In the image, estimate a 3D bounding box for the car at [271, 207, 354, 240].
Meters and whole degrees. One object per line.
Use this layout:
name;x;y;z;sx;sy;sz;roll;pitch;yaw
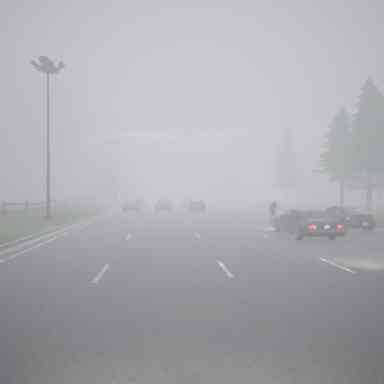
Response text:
car;5.663;1.547;16.894;2.033;1.411;5.357;0;0;-4

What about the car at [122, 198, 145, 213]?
car;-6.689;1.601;37.477;1.895;1.301;4.718;0;0;-5

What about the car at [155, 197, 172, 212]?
car;-3.226;1.601;38.037;1.895;1.301;4.718;0;0;-5

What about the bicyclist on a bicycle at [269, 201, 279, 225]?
bicyclist on a bicycle;5.682;1.452;23.143;0.582;1.620;1.656;0;-1;34

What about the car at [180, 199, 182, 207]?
car;-0.690;1.564;48.941;1.994;1.385;4.181;0;0;-5

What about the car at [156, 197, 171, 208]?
car;-4.127;1.491;48.092;2.128;1.511;4.902;0;0;-6

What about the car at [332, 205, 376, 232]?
car;8.930;1.525;19.831;1.812;1.442;4.674;0;0;-5

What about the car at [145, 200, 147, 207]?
car;-7.636;1.526;48.035;1.812;1.442;4.674;0;0;-5

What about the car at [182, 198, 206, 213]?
car;0.406;1.492;36.725;2.128;1.511;4.902;0;0;-5
